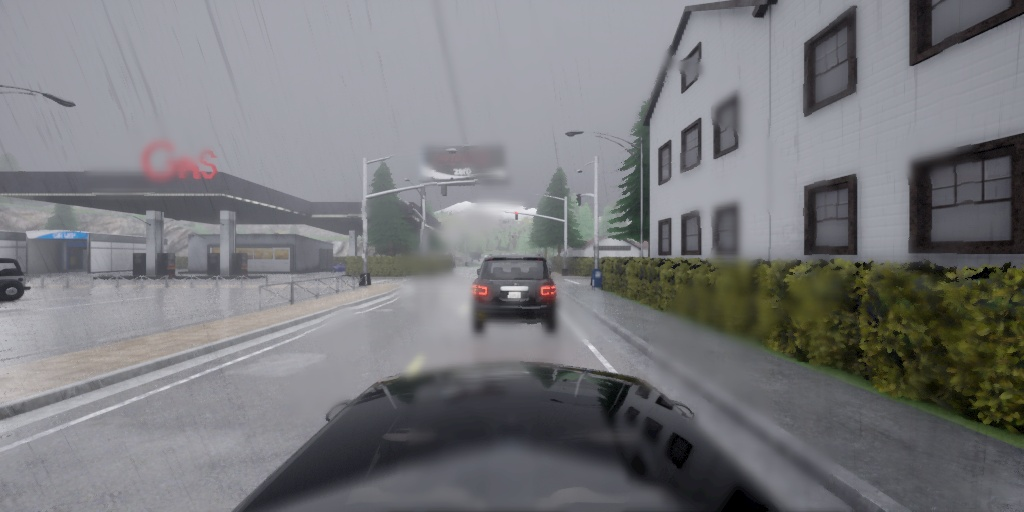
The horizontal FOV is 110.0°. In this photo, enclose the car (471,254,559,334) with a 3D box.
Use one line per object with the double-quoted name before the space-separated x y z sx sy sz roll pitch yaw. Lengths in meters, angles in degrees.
"car" 0.081 0.971 10.746 2.150 2.045 5.566 0 0 0
